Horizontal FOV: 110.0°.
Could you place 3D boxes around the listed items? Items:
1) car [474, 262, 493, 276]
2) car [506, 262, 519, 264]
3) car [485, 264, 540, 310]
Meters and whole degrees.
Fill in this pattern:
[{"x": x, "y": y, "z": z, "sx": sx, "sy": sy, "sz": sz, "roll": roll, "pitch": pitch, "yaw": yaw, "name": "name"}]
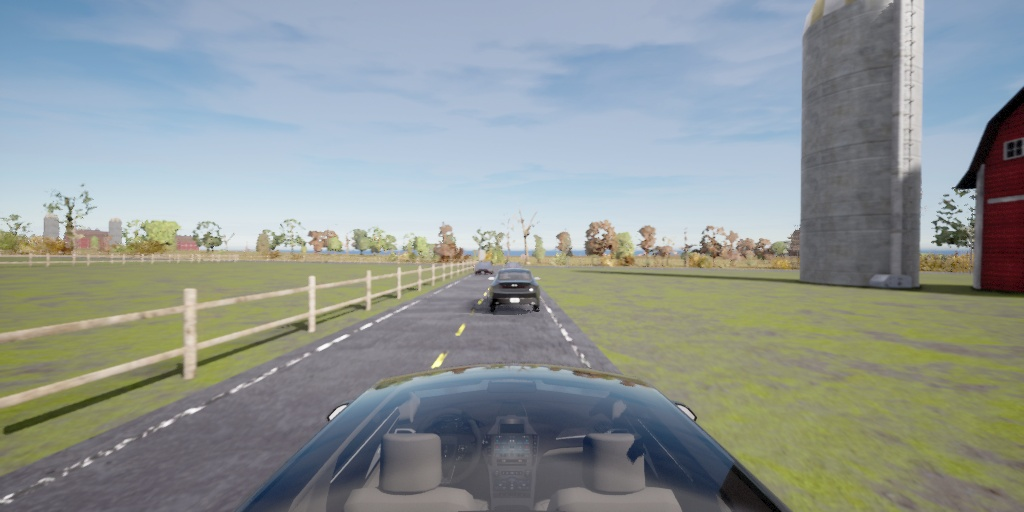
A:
[{"x": -2.863, "y": 1.301, "z": 37.991, "sx": 2.033, "sy": 1.411, "sz": 5.357, "roll": 0, "pitch": 0, "yaw": 0, "name": "car"}, {"x": 0.088, "y": 1.299, "z": 34.948, "sx": 2.033, "sy": 1.411, "sz": 5.357, "roll": 0, "pitch": 0, "yaw": 0, "name": "car"}, {"x": 0.095, "y": 1.252, "z": 14.561, "sx": 1.837, "sy": 1.490, "sz": 4.892, "roll": 0, "pitch": 0, "yaw": 0, "name": "car"}]
